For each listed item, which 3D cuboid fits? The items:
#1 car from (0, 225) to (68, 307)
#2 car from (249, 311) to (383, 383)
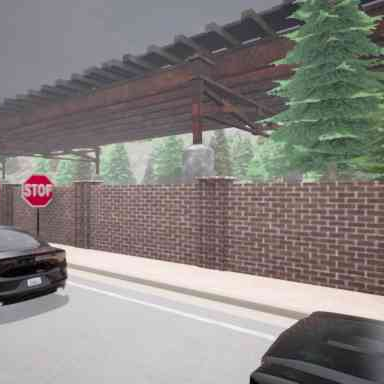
[{"bbox_3d":[-4.863,1.478,7.513,5.008,1.535,1.882,0,0,36],"label":"car"},{"bbox_3d":[2.696,1.601,2.022,4.718,1.301,1.895,0,0,36],"label":"car"}]
